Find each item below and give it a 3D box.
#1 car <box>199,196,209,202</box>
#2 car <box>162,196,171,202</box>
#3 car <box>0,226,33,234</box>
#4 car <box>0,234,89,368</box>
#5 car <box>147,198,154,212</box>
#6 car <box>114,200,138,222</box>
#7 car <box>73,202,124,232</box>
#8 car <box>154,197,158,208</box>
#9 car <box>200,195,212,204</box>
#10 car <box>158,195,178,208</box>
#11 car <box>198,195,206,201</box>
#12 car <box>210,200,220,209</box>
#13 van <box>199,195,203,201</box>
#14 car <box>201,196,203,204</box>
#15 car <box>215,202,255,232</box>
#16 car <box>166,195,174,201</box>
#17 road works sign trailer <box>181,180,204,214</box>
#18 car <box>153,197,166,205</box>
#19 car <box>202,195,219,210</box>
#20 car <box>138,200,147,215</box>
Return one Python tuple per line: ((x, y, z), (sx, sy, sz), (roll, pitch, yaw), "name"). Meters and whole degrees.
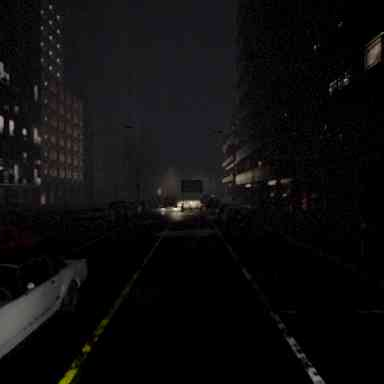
((2.661, 1.564, 75.280), (2.008, 1.369, 4.403), (0, 0, 0), "car")
((-5.720, 1.539, 75.108), (1.752, 1.417, 4.829), (0, 0, 0), "car")
((-5.694, 1.522, 8.716), (1.752, 1.417, 4.829), (0, 0, 0), "car")
((-3.102, 1.599, 4.763), (1.895, 1.301, 4.718), (0, 0, 0), "car")
((-5.705, 1.538, 36.549), (1.887, 1.381, 4.507), (0, 0, 0), "car")
((-5.701, 1.433, 25.485), (1.967, 1.590, 4.097), (0, 0, 0), "car")
((-5.698, 1.545, 19.952), (2.008, 1.369, 4.403), (0, 0, 0), "car")
((-5.709, 1.521, 47.444), (1.752, 1.417, 4.829), (0, 0, 0), "car")
((2.664, 1.445, 64.215), (1.967, 1.590, 4.097), (0, 0, 0), "car")
((-3.100, 1.347, 46.469), (2.097, 1.767, 4.553), (0, 0, 0), "car")
((2.656, 1.574, 86.346), (2.008, 1.369, 4.403), (0, 0, 0), "car")
((2.680, 1.543, 25.487), (2.008, 1.369, 4.403), (0, 0, 0), "car")
((2.667, 1.342, 58.682), (1.690, 1.788, 3.998), (0, 0, 0), "van")
((2.669, 1.580, 53.150), (1.802, 1.307, 4.206), (0, 0, 0), "car")
((2.682, 1.544, 19.954), (2.008, 1.369, 4.403), (0, 0, 0), "car")
((-5.724, 1.569, 86.343), (1.887, 1.381, 4.507), (0, 0, 0), "car")
((-0.014, 0.457, 35.753), (2.380, 3.560, 2.880), (0, 0, 0), "road works sign trailer")
((-5.714, 1.584, 58.680), (1.802, 1.307, 4.206), (0, 0, 0), "car")
((2.673, 1.433, 42.084), (1.967, 1.590, 4.097), (0, 0, 0), "car")
((-5.703, 1.543, 31.016), (2.008, 1.369, 4.403), (0, 0, 0), "car")
